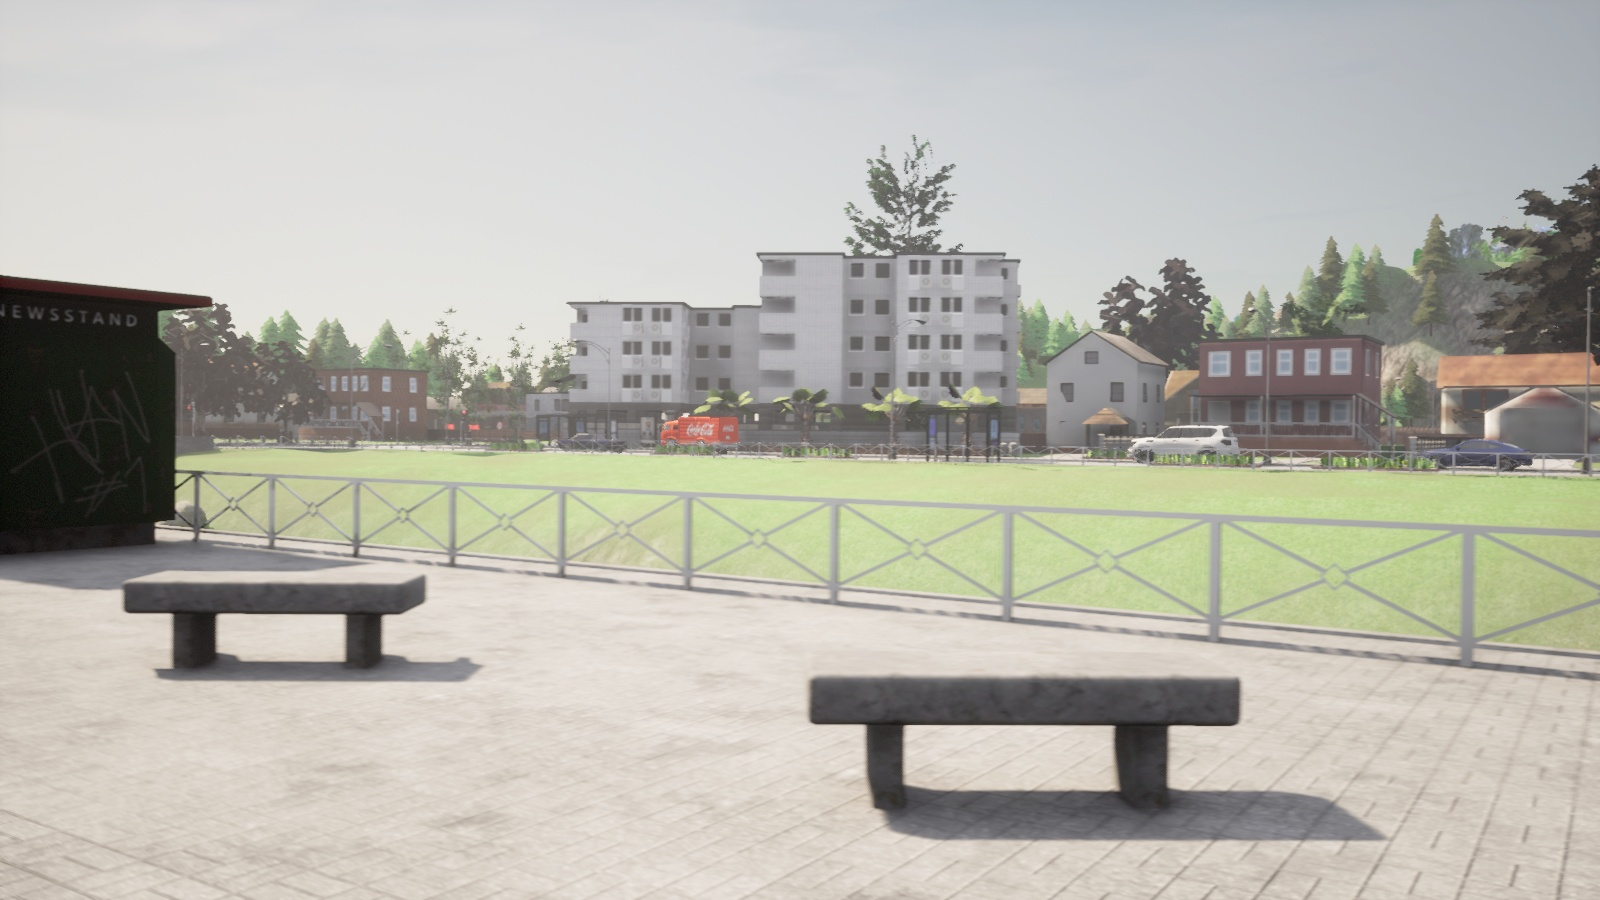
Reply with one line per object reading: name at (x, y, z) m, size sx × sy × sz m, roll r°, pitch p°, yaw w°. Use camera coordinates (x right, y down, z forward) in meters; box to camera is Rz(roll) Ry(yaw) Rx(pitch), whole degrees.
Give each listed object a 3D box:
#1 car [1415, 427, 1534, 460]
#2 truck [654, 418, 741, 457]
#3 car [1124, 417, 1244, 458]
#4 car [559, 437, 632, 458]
car at (30.963, -0.311, 57.718) m, size 4.674 × 1.442 × 1.812 m, roll 0°, pitch 1°, yaw 34°
truck at (-6.776, -0.823, 82.788) m, size 5.204 × 2.467 × 2.627 m, roll 0°, pitch 1°, yaw 34°
car at (19.855, -0.618, 65.095) m, size 5.566 × 2.045 × 2.150 m, roll 0°, pitch 1°, yaw 34°
car at (-13.454, -0.171, 82.436) m, size 4.718 × 1.301 × 1.895 m, roll 0°, pitch 1°, yaw 34°
